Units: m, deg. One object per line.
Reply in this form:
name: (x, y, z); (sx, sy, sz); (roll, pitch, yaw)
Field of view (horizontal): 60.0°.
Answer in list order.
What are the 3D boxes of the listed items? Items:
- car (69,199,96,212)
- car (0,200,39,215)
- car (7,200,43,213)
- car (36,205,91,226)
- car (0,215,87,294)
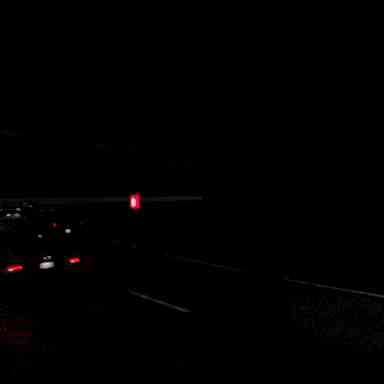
car: (-12.307, 1.564, 37.464); (1.882, 1.535, 5.008); (0, 0, -2)
car: (-14.415, 1.530, 27.411); (2.128, 1.511, 4.902); (0, 0, -15)
car: (-19.198, 1.622, 38.448); (1.994, 1.385, 4.181); (0, 0, -1)
car: (-7.261, 1.639, 18.497); (1.895, 1.301, 4.718); (0, 0, -30)
car: (-4.657, 1.561, 8.751); (2.033, 1.411, 5.357); (0, 0, -41)
